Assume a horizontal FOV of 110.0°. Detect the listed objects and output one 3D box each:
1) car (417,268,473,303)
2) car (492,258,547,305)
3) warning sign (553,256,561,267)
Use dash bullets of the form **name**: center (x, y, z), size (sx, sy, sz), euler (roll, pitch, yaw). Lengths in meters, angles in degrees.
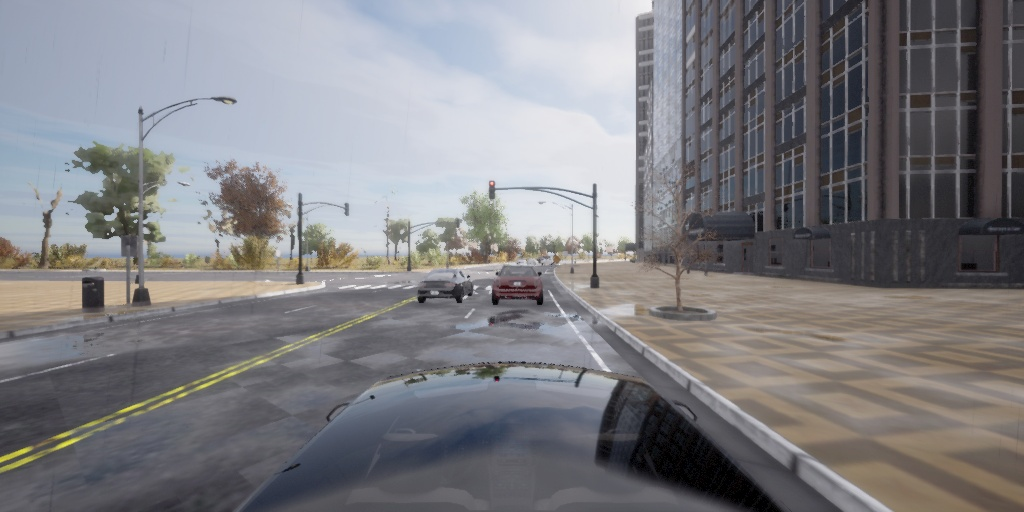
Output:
- **car**: center (-2.949, 1.284, 16.390), size (1.812, 1.442, 4.674), euler (0, 0, 2)
- **car**: center (0.298, 1.117, 16.229), size (2.097, 1.767, 4.553), euler (0, 0, 2)
- **warning sign**: center (7.156, 0.879, 57.150), size (1.300, 1.860, 1.060), euler (0, 0, 9)
